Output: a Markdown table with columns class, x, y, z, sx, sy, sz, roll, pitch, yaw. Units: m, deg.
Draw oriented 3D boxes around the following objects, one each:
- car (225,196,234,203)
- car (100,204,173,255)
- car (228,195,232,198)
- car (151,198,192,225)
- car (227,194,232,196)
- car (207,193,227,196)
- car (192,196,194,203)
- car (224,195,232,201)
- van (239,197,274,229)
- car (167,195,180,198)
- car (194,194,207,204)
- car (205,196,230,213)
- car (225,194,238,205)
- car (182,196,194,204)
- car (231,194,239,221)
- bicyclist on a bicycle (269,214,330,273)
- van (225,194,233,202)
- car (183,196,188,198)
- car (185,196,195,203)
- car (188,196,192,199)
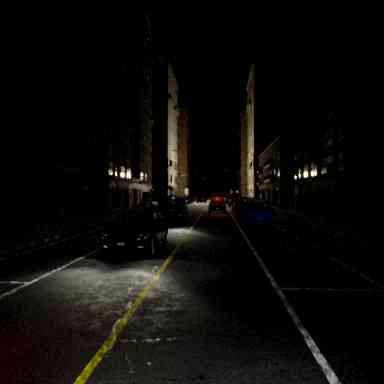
| class | x | y | z | sx | sy | sz | roll | pitch | yaw |
| --- | --- | --- | --- | --- | --- | --- | --- | --- | --- |
| car | 8.135 | 1.542 | 72.541 | 1.752 | 1.417 | 4.829 | 1 | 0 | 4 |
| car | -2.185 | 1.477 | 13.612 | 1.882 | 1.535 | 5.008 | 0 | 0 | 4 |
| car | 6.383 | 1.576 | 49.745 | 1.947 | 1.339 | 4.313 | 1 | 0 | 4 |
| car | -1.372 | 1.479 | 24.043 | 1.882 | 1.535 | 5.008 | 0 | 0 | 5 |
| car | 6.831 | 1.537 | 55.571 | 1.752 | 1.417 | 4.829 | 1 | 0 | 4 |
| car | 3.871 | 1.231 | 50.672 | 2.150 | 2.045 | 5.566 | 0 | 0 | 4 |
| car | -1.248 | 1.578 | 61.716 | 1.947 | 1.339 | 4.313 | 1 | 0 | 4 |
| car | 9.004 | 1.544 | 83.855 | 1.752 | 1.417 | 4.829 | 1 | 0 | 4 |
| van | 4.214 | 1.342 | 21.461 | 1.690 | 1.788 | 3.998 | 1 | 0 | 4 |
| car | -2.984 | 1.445 | 39.090 | 1.967 | 1.590 | 4.097 | 1 | 0 | 4 |
| car | 1.852 | 1.577 | 65.325 | 1.994 | 1.385 | 4.181 | 0 | 0 | 5 |
| car | 2.805 | 1.497 | 36.772 | 2.128 | 1.511 | 4.902 | 0 | 0 | 4 |
| car | 7.255 | 1.329 | 61.059 | 2.192 | 1.841 | 5.009 | 1 | 0 | 4 |
| car | -0.813 | 1.580 | 67.372 | 1.947 | 1.339 | 4.313 | 1 | 0 | 4 |
| car | 4.648 | 1.318 | 27.118 | 2.192 | 1.841 | 5.009 | 1 | 0 | 4 |
| bicyclist on a bicycle | 2.978 | 1.440 | 9.245 | 1.656 | 1.620 | 0.582 | -1 | 0 | 4 |
| van | 8.558 | 1.358 | 78.028 | 1.690 | 1.788 | 3.998 | 1 | 0 | 4 |
| car | -2.117 | 1.591 | 50.402 | 1.802 | 1.307 | 4.206 | 1 | 0 | 4 |
| car | -0.379 | 1.560 | 73.028 | 1.887 | 1.381 | 4.507 | 1 | 0 | 4 |
| car | -1.682 | 1.561 | 56.059 | 2.008 | 1.369 | 4.403 | 1 | 0 | 4 |
